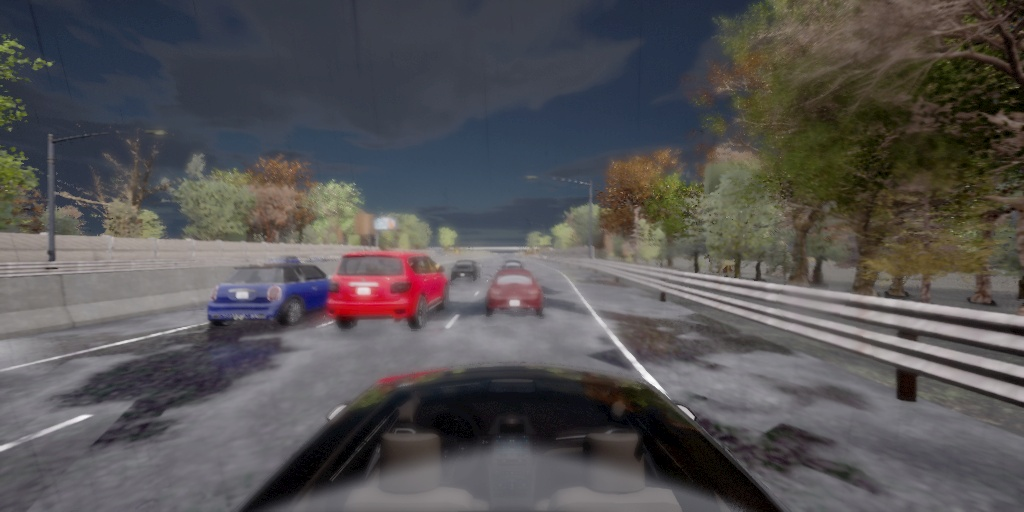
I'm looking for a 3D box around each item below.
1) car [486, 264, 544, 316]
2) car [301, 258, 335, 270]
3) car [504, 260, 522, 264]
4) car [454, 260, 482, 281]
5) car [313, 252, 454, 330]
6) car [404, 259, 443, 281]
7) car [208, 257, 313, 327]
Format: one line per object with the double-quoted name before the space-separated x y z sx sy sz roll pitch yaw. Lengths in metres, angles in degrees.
"car" 0.086 1.185 12.757 1.812 1.442 4.674 0 0 0
"car" -24.582 0.974 45.661 1.994 1.385 4.181 0 0 0
"car" 0.082 1.065 27.996 1.812 1.442 4.674 0 0 0
"car" -3.419 1.049 27.267 1.837 1.490 4.892 0 0 0
"car" -3.418 0.894 10.995 2.150 2.045 5.566 0 0 0
"car" -6.917 1.012 28.616 1.882 1.535 5.008 0 0 0
"car" -6.921 1.024 11.361 2.097 1.767 4.553 0 1 0
